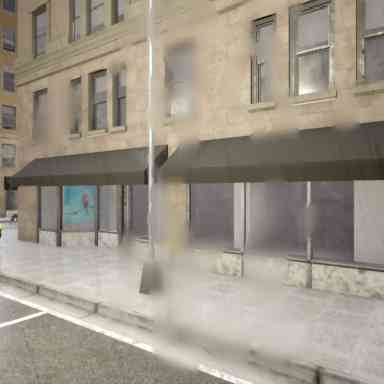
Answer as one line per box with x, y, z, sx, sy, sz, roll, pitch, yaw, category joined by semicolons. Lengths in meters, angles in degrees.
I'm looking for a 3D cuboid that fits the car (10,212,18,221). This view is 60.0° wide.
-11.158;1.636;26.110;2.033;1.411;5.357;0;0;36;car
